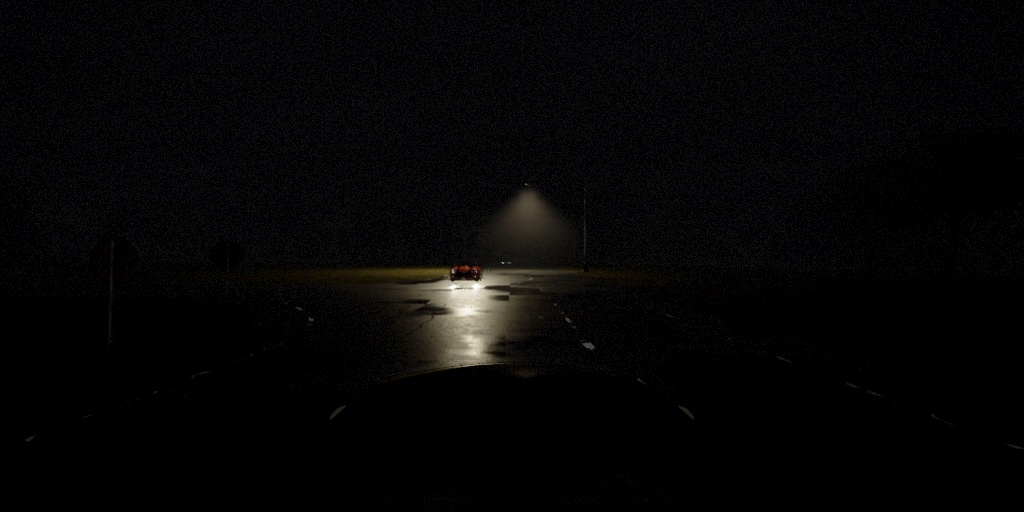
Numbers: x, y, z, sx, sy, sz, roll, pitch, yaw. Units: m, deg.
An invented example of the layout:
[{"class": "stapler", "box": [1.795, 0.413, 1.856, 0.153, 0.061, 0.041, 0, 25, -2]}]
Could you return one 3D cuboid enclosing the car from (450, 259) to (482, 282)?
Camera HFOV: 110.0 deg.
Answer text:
[{"class": "car", "box": [-3.512, 1.080, 28.190, 2.097, 1.767, 4.553, 0, 0, 0]}]
